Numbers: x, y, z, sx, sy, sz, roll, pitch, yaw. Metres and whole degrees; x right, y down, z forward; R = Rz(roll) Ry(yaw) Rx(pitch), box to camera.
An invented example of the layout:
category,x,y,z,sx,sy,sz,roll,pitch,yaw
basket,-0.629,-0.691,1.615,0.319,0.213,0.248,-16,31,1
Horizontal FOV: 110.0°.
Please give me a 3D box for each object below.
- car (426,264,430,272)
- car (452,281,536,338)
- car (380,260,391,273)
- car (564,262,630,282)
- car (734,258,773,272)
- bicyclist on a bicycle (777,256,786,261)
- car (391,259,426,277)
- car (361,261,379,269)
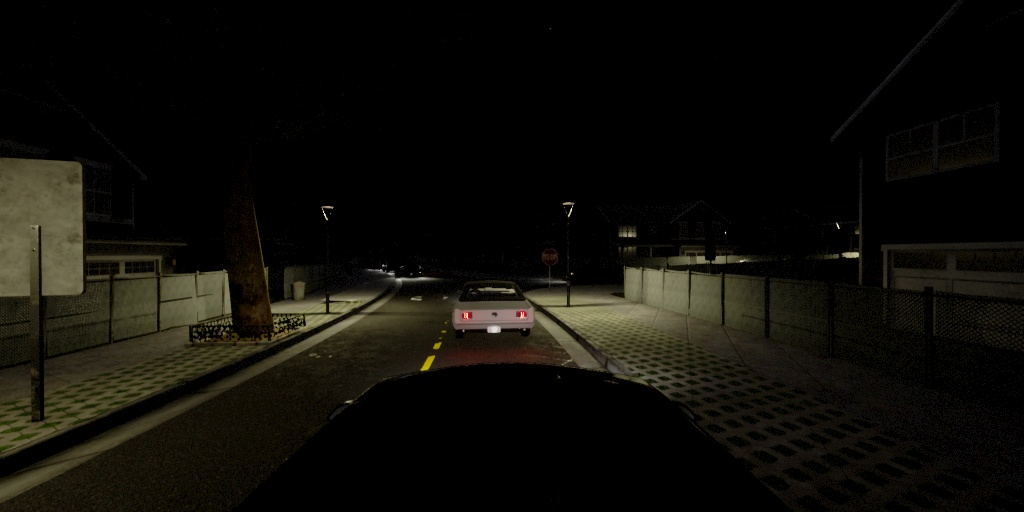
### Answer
category,x,y,z,sx,sy,sz,roll,pitch,yaw
car,-11.924,1.311,45.300,1.895,1.301,4.718,0,0,-29
car,-0.617,1.347,10.194,1.895,1.301,4.718,0,0,-6
car,-14.778,1.224,44.271,1.837,1.490,4.892,0,0,-29
car,6.607,1.123,26.495,5.357,1.411,2.033,-1,0,-8
car,18.927,0.910,28.430,4.902,1.511,2.128,-1,0,-10
bicyclist on a bicycle,16.596,0.799,22.060,0.582,1.620,1.656,-1,0,-9
car,-10.159,1.075,34.980,2.097,1.767,4.553,0,0,-24
car,-21.169,1.329,53.900,1.895,1.301,4.718,0,0,-37
